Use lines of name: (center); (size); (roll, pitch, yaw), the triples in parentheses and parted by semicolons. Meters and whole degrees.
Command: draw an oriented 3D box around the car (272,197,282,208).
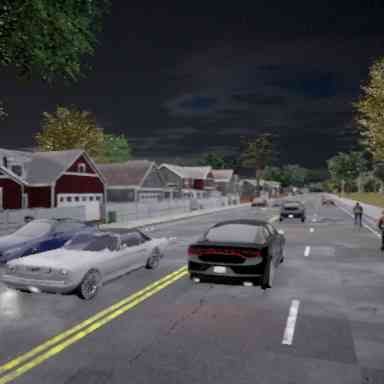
car: (12.804, 1.574, 48.364); (1.837, 1.490, 4.892); (-1, -1, 21)

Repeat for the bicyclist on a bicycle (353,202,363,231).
bicyclist on a bicycle: (9.573, 1.412, 19.162); (0.582, 1.620, 1.656); (-1, -1, 21)

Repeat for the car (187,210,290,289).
car: (1.480, 1.503, 9.414); (1.882, 1.535, 5.008); (-1, 0, 21)

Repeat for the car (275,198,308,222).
car: (8.127, 1.524, 26.662); (1.837, 1.490, 4.892); (-1, 0, 21)

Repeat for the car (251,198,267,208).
car: (10.331, 1.595, 50.976); (1.882, 1.535, 5.008); (-1, 0, 21)

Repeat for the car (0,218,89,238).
car: (-4.919, 1.652, 11.444); (1.812, 1.442, 4.674); (-1, 0, 21)

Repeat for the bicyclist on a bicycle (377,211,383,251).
bicyclist on a bicycle: (6.336, 1.415, 10.760); (0.582, 1.620, 1.656); (-1, -1, 21)

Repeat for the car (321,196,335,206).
car: (22.432, 1.491, 54.751); (1.812, 1.442, 4.674); (-1, 0, 21)

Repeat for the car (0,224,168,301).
car: (-2.435, 1.679, 8.853); (1.895, 1.301, 4.718); (-1, 0, 21)

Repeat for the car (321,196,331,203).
car: (27.683, 1.555, 68.657); (1.895, 1.301, 4.718); (-1, 0, 21)
